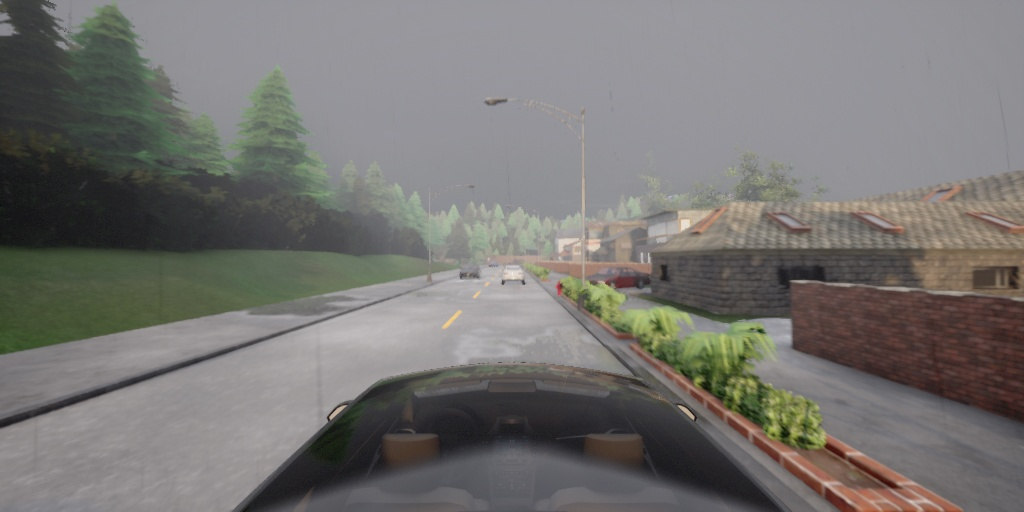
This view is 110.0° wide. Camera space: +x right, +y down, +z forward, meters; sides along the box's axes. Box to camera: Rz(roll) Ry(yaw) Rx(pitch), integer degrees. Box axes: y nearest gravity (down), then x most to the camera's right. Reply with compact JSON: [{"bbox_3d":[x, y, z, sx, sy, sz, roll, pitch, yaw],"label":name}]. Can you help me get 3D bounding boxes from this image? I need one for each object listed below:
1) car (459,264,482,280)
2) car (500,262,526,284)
[{"bbox_3d":[-4.081,1.524,35.608,1.837,1.490,4.892,0,-1,0],"label":"car"},{"bbox_3d":[0.107,1.497,29.625,1.812,1.442,4.674,0,0,0],"label":"car"}]
